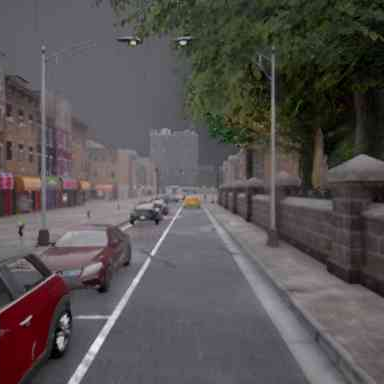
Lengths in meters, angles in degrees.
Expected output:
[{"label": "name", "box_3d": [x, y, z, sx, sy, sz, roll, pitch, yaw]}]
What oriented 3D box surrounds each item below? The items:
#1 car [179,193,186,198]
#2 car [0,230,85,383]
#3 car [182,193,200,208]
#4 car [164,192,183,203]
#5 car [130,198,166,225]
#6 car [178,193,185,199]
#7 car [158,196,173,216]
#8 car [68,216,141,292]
[{"label": "car", "box_3d": [-2.646, 0.966, 91.457, 1.947, 1.339, 4.313, 0, 0, 0]}, {"label": "car", "box_3d": [-2.640, 1.419, 2.989, 1.967, 1.590, 4.097, 0, 0, 0]}, {"label": "car", "box_3d": [0.040, 1.186, 42.825, 1.882, 1.535, 5.008, 0, 0, 0]}, {"label": "car", "box_3d": [-4.320, 1.177, 58.139, 4.181, 1.385, 1.994, 0, 1, 32]}, {"label": "car", "box_3d": [-3.025, 1.369, 22.713, 1.812, 1.442, 4.674, 0, 0, 0]}, {"label": "car", "box_3d": [-2.646, 0.960, 85.835, 1.752, 1.417, 4.829, 0, 0, 0]}, {"label": "car", "box_3d": [-3.026, 1.321, 29.713, 1.812, 1.442, 4.674, 0, 0, 0]}, {"label": "car", "box_3d": [-2.640, 1.521, 8.665, 1.802, 1.307, 4.206, 0, 0, 0]}]
